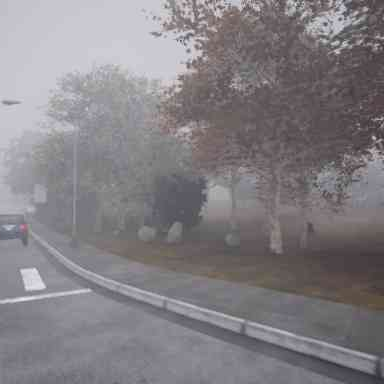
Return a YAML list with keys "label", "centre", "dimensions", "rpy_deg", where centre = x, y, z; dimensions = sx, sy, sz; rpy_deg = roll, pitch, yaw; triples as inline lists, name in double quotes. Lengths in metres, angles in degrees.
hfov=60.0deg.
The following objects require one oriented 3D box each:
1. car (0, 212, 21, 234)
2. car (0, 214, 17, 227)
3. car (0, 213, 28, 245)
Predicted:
- label: "car"
  centre: [-19.635, 3.256, 35.630]
  dimensions: [2.150, 2.045, 5.566]
  rpy_deg: [1, -2, -29]
- label: "car"
  centre: [-24.859, 3.841, 45.091]
  dimensions: [1.837, 1.490, 4.892]
  rpy_deg: [1, -2, -29]
- label: "car"
  centre: [-12.464, 2.519, 22.641]
  dimensions: [2.150, 2.045, 5.566]
  rpy_deg: [1, -4, -29]
